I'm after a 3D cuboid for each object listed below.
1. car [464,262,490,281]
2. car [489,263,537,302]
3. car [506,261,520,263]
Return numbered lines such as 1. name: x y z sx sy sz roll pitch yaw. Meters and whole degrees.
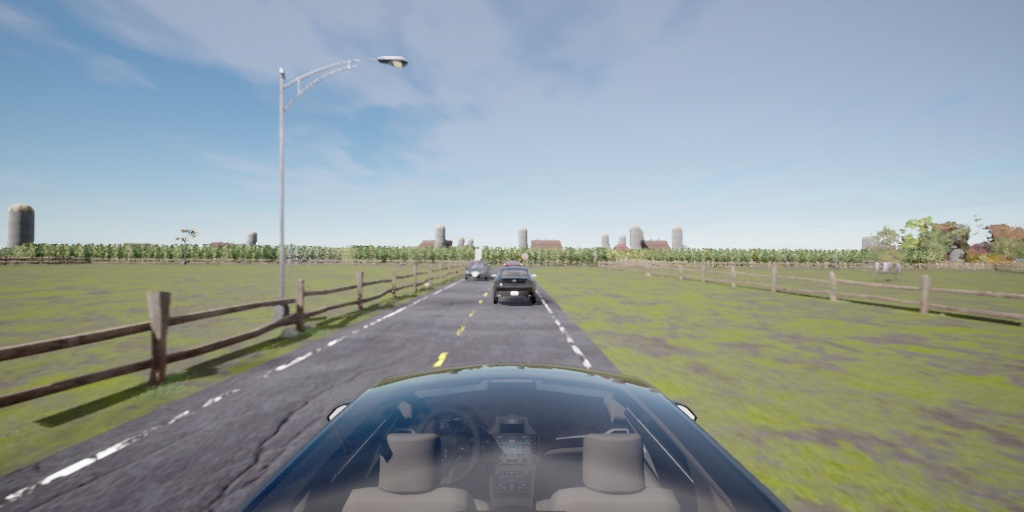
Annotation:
1. car: -2.839 1.239 30.097 2.128 1.511 4.902 0 0 0
2. car: 0.105 1.255 16.889 1.837 1.490 4.892 0 0 0
3. car: 0.111 1.222 37.452 1.882 1.535 5.008 0 0 0
